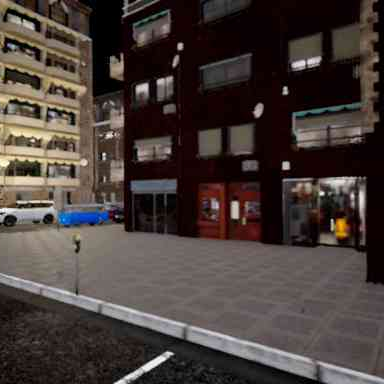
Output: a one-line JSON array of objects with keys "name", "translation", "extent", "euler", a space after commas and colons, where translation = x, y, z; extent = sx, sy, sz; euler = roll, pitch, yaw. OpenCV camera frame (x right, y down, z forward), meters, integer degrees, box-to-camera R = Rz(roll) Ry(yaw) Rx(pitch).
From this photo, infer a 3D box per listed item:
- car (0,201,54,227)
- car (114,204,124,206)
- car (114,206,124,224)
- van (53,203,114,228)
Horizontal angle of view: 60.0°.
[{"name": "car", "translation": [-14.315, 1.791, 28.561], "extent": [2.150, 2.045, 5.566], "euler": [0, -1, 34]}, {"name": "car", "translation": [-8.571, 2.324, 36.605], "extent": [1.994, 1.385, 4.181], "euler": [0, -1, 35]}, {"name": "car", "translation": [-5.462, 2.232, 31.063], "extent": [1.947, 1.339, 4.313], "euler": [-2, -2, 35]}, {"name": "van", "translation": [-8.534, 1.899, 26.455], "extent": [1.690, 1.788, 3.998], "euler": [-2, -2, 35]}]
